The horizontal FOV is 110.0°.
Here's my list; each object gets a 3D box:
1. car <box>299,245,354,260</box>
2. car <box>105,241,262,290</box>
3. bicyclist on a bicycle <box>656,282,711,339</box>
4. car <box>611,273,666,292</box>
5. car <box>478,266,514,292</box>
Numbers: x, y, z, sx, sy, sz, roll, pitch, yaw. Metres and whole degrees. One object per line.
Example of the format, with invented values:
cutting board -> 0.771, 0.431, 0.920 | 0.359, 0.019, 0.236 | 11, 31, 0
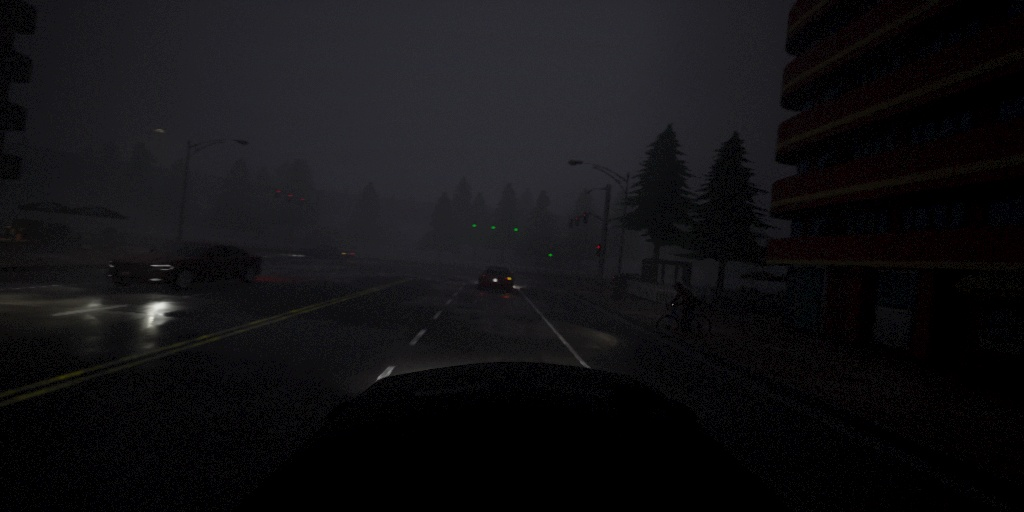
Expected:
car -> -19.286, -0.429, 37.440 | 5.357, 1.411, 2.033 | 5, 0, 9
car -> -11.126, 0.219, 12.709 | 1.882, 1.535, 5.008 | 5, 0, -3
bicyclist on a bicycle -> 4.984, 1.587, 10.413 | 1.656, 1.620, 0.582 | -1, 0, -4
car -> 11.527, 2.405, 32.626 | 4.902, 1.511, 2.128 | 5, 0, -4
car -> -0.893, 1.313, 21.801 | 1.994, 1.385, 4.181 | 5, 0, 1
